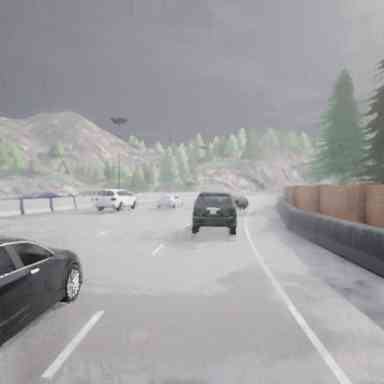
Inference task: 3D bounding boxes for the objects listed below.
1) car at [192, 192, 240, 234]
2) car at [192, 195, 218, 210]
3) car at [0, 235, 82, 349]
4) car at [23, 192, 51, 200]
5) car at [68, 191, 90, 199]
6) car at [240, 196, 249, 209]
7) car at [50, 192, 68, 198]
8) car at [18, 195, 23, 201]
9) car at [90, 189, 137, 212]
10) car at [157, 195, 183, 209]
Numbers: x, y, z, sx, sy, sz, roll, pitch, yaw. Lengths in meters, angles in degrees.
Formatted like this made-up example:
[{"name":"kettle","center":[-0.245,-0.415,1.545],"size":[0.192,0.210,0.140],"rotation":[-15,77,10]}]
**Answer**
[{"name":"car","center":[1.345,0.998,17.991],"size":[2.150,2.045,5.566],"rotation":[0,1,8]},{"name":"car","center":[1.517,1.098,36.757],"size":[1.994,1.385,4.181],"rotation":[1,1,14]},{"name":"car","center":[-3.263,1.414,5.056],"size":[1.837,1.490,4.892],"rotation":[0,1,2]},{"name":"car","center":[-21.155,0.696,47.519],"size":[1.882,1.535,5.008],"rotation":[1,1,17]},{"name":"car","center":[-14.397,0.647,45.669],"size":[2.097,1.767,4.553],"rotation":[1,1,17]},{"name":"car","center":[5.268,1.120,37.328],"size":[1.994,1.385,4.181],"rotation":[1,1,15]},{"name":"car","center":[-17.502,0.847,47.555],"size":[1.895,1.301,4.718],"rotation":[1,1,17]},{"name":"car","center":[-23.966,0.686,50.324],"size":[1.812,1.442,4.674],"rotation":[1,1,17]},{"name":"car","center":[-7.051,0.759,31.448],"size":[2.150,2.045,5.566],"rotation":[0,1,13]},{"name":"car","center":[-2.332,1.041,35.923],"size":[1.812,1.442,4.674],"rotation":[0,1,14]}]
